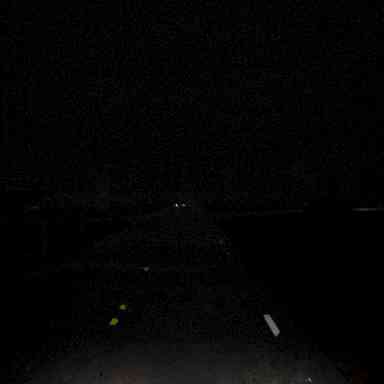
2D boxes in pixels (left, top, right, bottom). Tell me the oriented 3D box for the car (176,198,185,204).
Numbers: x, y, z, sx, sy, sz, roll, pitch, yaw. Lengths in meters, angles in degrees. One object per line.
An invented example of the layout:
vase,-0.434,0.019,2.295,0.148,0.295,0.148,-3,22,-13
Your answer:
car,-2.722,2.145,78.990,1.882,1.535,5.008,0,-1,0

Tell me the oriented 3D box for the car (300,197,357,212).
car,13.875,1.217,34.030,5.357,1.411,2.033,-2,0,0
